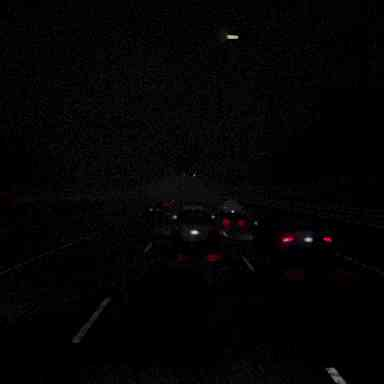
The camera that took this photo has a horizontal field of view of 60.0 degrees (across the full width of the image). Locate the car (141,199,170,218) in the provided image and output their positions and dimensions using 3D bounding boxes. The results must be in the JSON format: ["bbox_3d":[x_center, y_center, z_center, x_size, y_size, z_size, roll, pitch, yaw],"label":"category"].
[{"bbox_3d":[-3.419,1.534,30.400,2.033,1.411,5.357,0,0,0],"label":"car"}]

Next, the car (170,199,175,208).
[{"bbox_3d":[-3.444,1.582,45.457,1.994,1.385,4.181,0,0,1],"label":"car"}]

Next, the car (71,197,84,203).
[{"bbox_3d":[-21.004,1.616,62.076,1.812,1.442,4.674,0,0,0],"label":"car"}]

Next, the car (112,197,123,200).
[{"bbox_3d":[-14.023,1.653,62.962,1.994,1.385,4.181,0,0,1],"label":"car"}]

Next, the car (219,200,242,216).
[{"bbox_3d":[3.603,1.512,31.581,1.812,1.442,4.674,0,0,0],"label":"car"}]

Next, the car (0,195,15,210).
[{"bbox_3d":[-14.097,1.204,22.306,2.150,2.045,5.566,0,0,0],"label":"car"}]

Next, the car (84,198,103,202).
[{"bbox_3d":[-17.520,1.685,60.889,1.895,1.301,4.718,0,0,1],"label":"car"}]

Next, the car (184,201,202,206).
[{"bbox_3d":[0.103,1.590,33.031,1.895,1.301,4.718,0,0,0],"label":"car"}]

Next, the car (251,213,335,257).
[{"bbox_3d":[3.601,1.530,12.794,2.033,1.411,5.357,0,0,0],"label":"car"}]

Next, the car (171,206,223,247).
[{"bbox_3d":[0.101,1.547,14.920,1.994,1.385,4.181,0,0,0],"label":"car"}]
